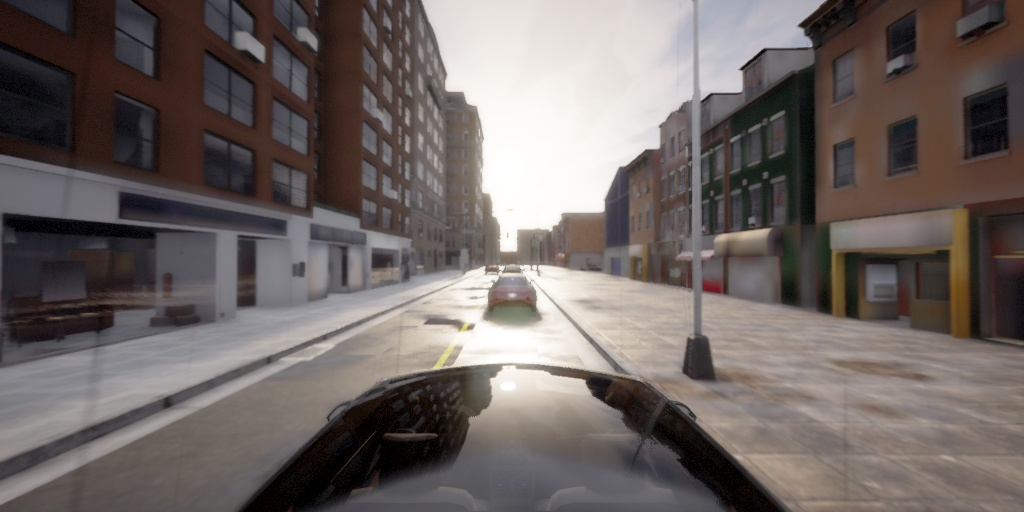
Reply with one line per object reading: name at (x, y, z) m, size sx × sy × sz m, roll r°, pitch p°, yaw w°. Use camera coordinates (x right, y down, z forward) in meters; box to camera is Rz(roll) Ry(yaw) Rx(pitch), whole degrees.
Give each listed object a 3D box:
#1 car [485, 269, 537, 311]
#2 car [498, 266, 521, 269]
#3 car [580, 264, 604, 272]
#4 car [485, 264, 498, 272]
car at (0.027, 1.449, 15.365) m, size 1.994 × 1.385 × 4.181 m, roll 0°, pitch 0°, yaw 0°
car at (0.039, 1.537, 30.345) m, size 1.837 × 1.490 × 4.892 m, roll 0°, pitch 0°, yaw 0°
car at (13.256, 2.000, 58.619) m, size 4.313 × 1.339 × 1.948 m, roll 0°, pitch 0°, yaw 0°
car at (-2.729, 1.817, 49.649) m, size 1.895 × 1.301 × 4.718 m, roll 0°, pitch -1°, yaw 0°
